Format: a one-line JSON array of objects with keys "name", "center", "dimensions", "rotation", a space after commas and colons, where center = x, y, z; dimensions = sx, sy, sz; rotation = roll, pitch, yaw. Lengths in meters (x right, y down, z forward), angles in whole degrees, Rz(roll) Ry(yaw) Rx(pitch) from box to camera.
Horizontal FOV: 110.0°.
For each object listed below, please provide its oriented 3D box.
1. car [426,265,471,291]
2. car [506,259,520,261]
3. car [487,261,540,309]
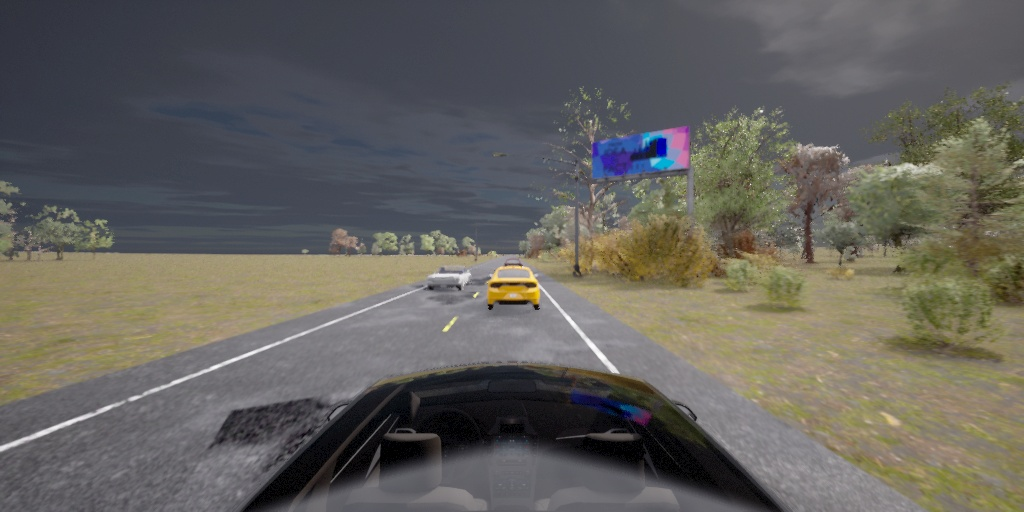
[{"name": "car", "center": [-3.544, 1.231, 20.796], "dimensions": [1.895, 1.301, 4.718], "rotation": [0, 0, 0]}, {"name": "car", "center": [0.086, 1.011, 36.050], "dimensions": [1.882, 1.535, 5.008], "rotation": [0, 0, 0]}, {"name": "car", "center": [0.061, 1.147, 14.594], "dimensions": [1.882, 1.535, 5.008], "rotation": [0, 1, 0]}]
